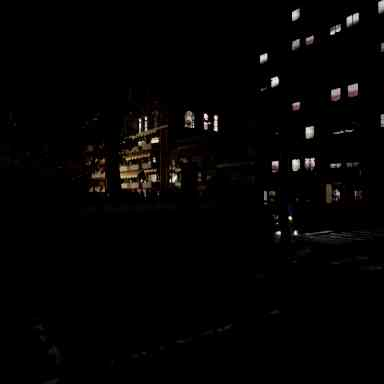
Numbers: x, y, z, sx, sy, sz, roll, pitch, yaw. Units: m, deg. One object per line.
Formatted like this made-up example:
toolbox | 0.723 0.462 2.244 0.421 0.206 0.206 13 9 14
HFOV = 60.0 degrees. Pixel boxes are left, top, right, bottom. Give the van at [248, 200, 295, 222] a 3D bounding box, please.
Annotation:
van | 7.136 1.643 30.187 1.690 1.788 3.998 -1 0 -36

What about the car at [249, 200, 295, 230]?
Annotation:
car | 4.918 1.605 23.421 2.097 1.767 4.553 0 -1 -36
